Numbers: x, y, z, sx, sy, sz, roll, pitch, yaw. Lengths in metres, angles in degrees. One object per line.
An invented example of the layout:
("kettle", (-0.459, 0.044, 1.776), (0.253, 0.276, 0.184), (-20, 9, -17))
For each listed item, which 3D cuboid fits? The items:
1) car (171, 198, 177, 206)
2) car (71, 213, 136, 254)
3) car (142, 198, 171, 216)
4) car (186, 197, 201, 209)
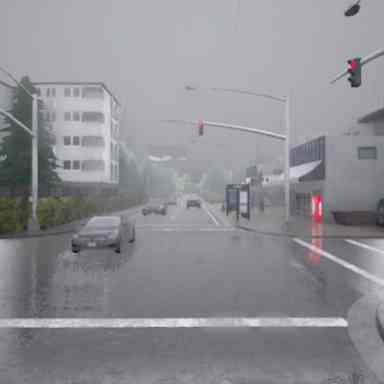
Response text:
("car", (-3.418, 1.589, 53.354), (1.994, 1.385, 4.181), (0, 0, 1))
("car", (-3.567, 1.644, 14.176), (1.812, 1.442, 4.674), (0, -1, 0))
("car", (-3.521, 1.367, 32.135), (2.097, 1.767, 4.553), (0, 0, 0))
("car", (0.211, 1.525, 46.158), (1.837, 1.490, 4.892), (0, 0, 0))
